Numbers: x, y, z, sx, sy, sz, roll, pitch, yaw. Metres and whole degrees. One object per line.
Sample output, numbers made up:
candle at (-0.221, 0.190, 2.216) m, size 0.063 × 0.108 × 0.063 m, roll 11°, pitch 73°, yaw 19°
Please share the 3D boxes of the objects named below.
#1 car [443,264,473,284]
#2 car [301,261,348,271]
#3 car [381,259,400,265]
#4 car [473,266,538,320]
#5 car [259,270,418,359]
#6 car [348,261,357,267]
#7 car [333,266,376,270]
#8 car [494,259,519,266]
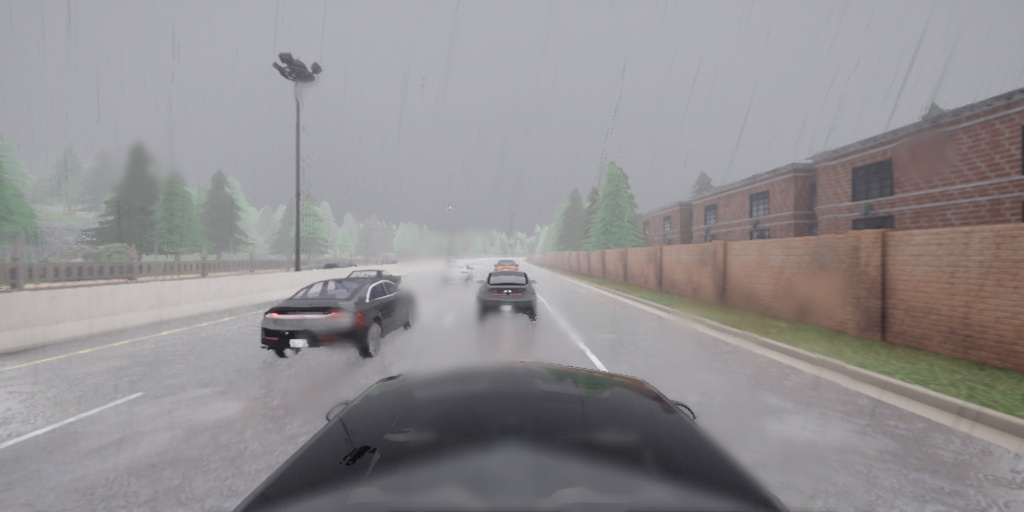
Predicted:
car at (-3.919, 1.279, 26.729) m, size 1.812 × 1.442 × 4.674 m, roll 0°, pitch 0°, yaw -1°
car at (-14.604, 1.249, 27.158) m, size 1.837 × 1.490 × 4.892 m, roll 0°, pitch 0°, yaw -1°
car at (-18.513, 1.242, 54.846) m, size 2.128 × 1.511 × 4.902 m, roll 0°, pitch 0°, yaw -1°
car at (-0.157, 1.258, 12.566) m, size 1.837 × 1.490 × 4.892 m, roll 0°, pitch 0°, yaw -1°
car at (-3.584, 1.240, 8.397) m, size 2.128 × 1.511 × 4.902 m, roll 0°, pitch 0°, yaw -1°
car at (-21.904, 1.309, 47.015) m, size 1.994 × 1.385 × 4.181 m, roll 0°, pitch 0°, yaw -1°
car at (-7.266, 1.349, 18.745) m, size 1.895 × 1.301 × 4.718 m, roll 0°, pitch 0°, yaw -1°
car at (-0.473, 1.109, 30.534) m, size 2.097 × 1.767 × 4.553 m, roll 0°, pitch 0°, yaw -1°
